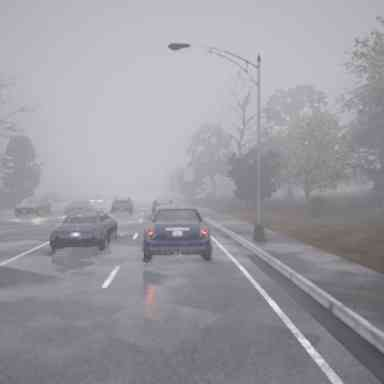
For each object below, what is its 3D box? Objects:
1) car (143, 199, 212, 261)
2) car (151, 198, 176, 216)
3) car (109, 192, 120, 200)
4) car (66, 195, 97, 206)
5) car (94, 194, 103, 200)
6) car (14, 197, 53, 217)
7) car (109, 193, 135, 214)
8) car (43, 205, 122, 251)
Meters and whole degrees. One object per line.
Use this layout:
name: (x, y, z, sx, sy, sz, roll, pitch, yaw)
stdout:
car: (-0.573, 1.225, 11.934, 2.097, 1.767, 4.553, 0, 0, -4)
car: (-2.593, 1.294, 29.302, 1.895, 1.301, 4.718, 0, 1, -8)
car: (-16.239, 0.871, 69.781, 1.882, 1.535, 5.008, 0, 0, -9)
car: (-9.830, 1.264, 29.100, 1.994, 1.385, 4.181, 0, 1, -8)
car: (-19.704, 0.994, 69.297, 1.895, 1.301, 4.718, 0, 0, -9)
car: (-13.195, 1.192, 27.934, 1.882, 1.535, 5.008, 0, 1, -8)
car: (-6.344, 1.173, 30.662, 2.128, 1.511, 4.902, 0, 1, -8)
car: (-4.217, 1.425, 13.541, 1.994, 1.385, 4.181, 0, 1, -5)
